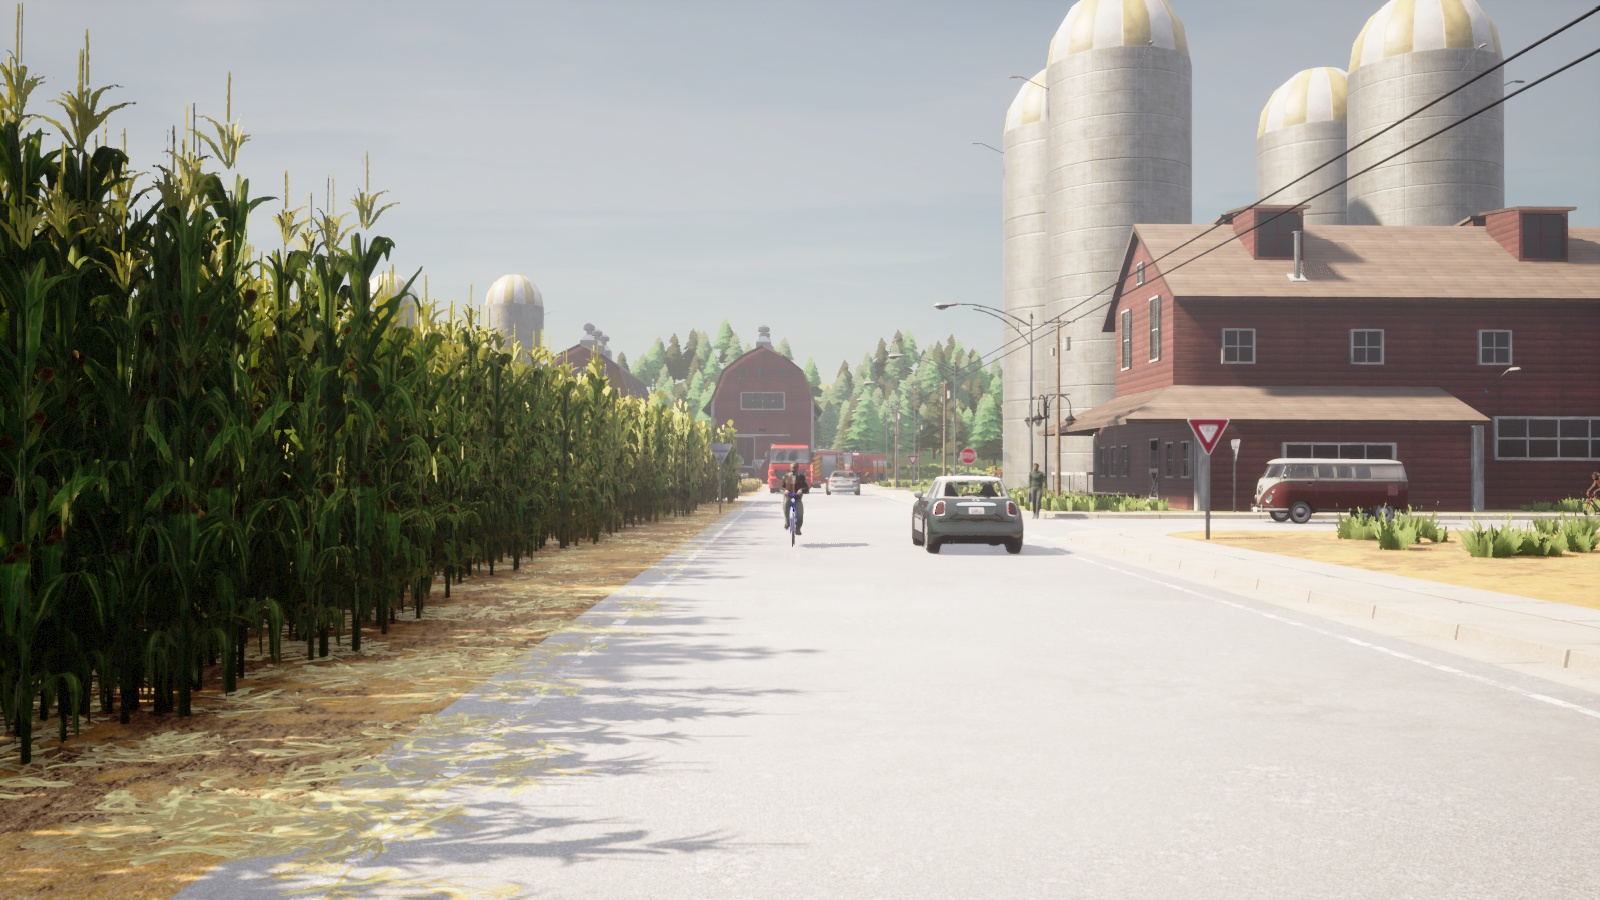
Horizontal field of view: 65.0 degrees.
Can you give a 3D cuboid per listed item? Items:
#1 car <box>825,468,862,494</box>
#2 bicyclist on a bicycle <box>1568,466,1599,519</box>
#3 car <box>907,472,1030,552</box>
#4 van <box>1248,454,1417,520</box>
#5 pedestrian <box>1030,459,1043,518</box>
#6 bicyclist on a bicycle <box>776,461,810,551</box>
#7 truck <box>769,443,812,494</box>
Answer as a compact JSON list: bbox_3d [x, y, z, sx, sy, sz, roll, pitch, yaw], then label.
[{"bbox_3d":[2.833,2.034,82.689,2.242,1.667,4.611,0,-1,0],"label":"car"},{"bbox_3d":[24.792,1.292,38.857,1.656,1.620,0.582,0,-1,-1],"label":"bicyclist on a bicycle"},{"bbox_3d":[3.322,1.193,25.436,1.970,1.475,3.806,0,-1,0],"label":"car"},{"bbox_3d":[16.334,1.123,38.666,4.442,1.987,1.775,0,-1,-1],"label":"van"},{"bbox_3d":[7.583,1.230,40.264,0.353,1.847,0.614,0,-1,14],"label":"pedestrian"},{"bbox_3d":[-0.128,1.117,25.758,0.659,1.776,1.843,0,-1,1],"label":"bicyclist on a bicycle"},{"bbox_3d":[-0.693,1.322,88.792,2.891,3.462,7.936,0,-1,0],"label":"truck"}]
